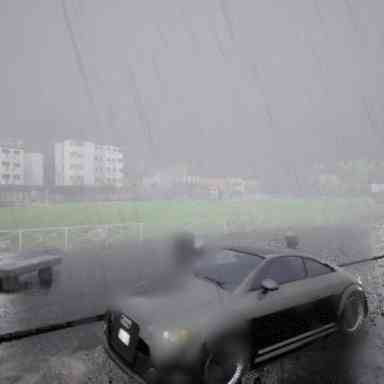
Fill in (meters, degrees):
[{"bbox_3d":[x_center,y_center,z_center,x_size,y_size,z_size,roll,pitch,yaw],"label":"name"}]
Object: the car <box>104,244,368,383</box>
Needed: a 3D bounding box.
[{"bbox_3d":[0.828,1.564,5.142,4.181,1.385,1.994,0,0,-34],"label":"car"}]
